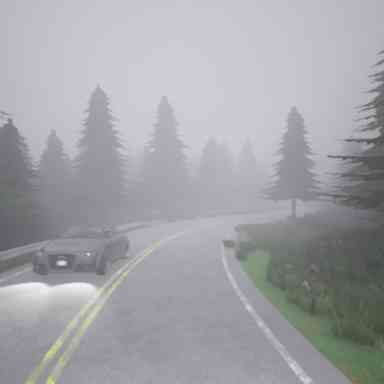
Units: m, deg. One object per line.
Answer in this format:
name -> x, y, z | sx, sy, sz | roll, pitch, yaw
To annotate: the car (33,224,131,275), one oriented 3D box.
car -> -3.455, 1.805, 11.155 | 1.994, 1.385, 4.181 | -1, -1, 4
